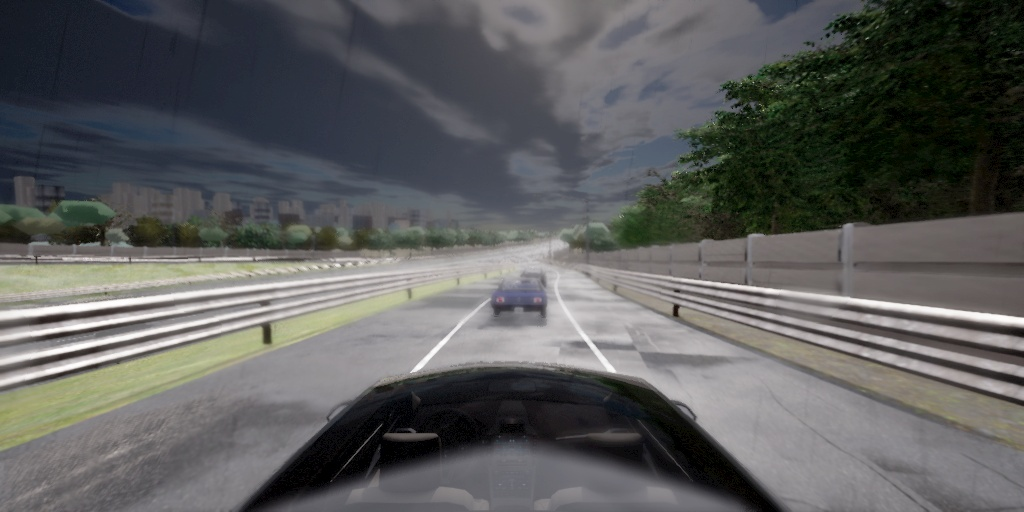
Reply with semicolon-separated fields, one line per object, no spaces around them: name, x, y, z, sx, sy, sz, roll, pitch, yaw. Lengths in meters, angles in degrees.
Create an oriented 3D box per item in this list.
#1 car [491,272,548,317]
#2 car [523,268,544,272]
car;0.382;1.478;13.839;1.895;1.301;4.718;0;-1;4
car;1.769;1.636;28.678;1.895;1.301;4.718;0;-1;8
